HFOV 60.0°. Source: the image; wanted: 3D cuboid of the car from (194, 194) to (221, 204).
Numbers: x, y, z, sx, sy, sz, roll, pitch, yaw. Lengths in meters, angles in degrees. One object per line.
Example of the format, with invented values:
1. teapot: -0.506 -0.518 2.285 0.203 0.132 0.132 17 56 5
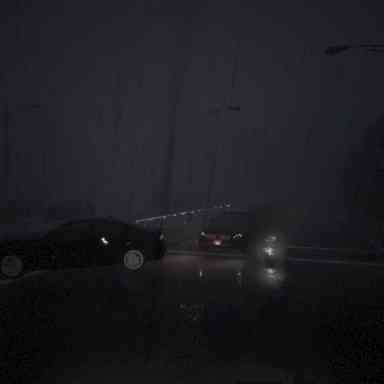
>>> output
1. car: 1.869 1.128 56.723 5.027 1.636 2.152 0 0 19

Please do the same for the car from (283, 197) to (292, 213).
1. car: 7.864 1.488 30.434 1.837 1.490 4.892 0 0 19

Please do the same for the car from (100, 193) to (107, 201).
1. car: -19.954 1.016 70.958 3.866 1.878 1.905 0 0 19

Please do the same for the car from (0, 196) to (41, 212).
1. car: -15.003 1.356 29.404 3.806 1.475 1.970 0 0 19

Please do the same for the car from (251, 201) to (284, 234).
1. car: 4.036 1.491 19.237 1.837 1.490 4.892 0 0 19

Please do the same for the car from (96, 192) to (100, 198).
1. car: -21.607 1.300 68.010 3.806 1.475 1.970 0 0 19

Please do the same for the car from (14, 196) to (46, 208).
1. car: -21.533 1.274 44.304 3.633 1.501 1.845 0 0 19

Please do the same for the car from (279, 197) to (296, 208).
1. car: 13.716 1.470 47.584 2.128 1.511 4.902 0 0 19

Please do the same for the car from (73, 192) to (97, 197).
1. car: -18.265 1.250 53.748 4.514 1.523 2.007 0 0 19

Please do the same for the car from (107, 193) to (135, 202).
1. car: -13.569 1.048 65.307 4.605 1.855 1.932 0 0 19

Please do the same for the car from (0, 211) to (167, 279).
1. car: -3.255 1.476 9.829 5.008 1.535 1.882 0 0 -15

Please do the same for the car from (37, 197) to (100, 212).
1. car: -8.942 1.356 24.187 3.633 1.501 1.845 0 0 19

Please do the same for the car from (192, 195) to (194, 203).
1. car: -2.262 1.054 44.614 3.866 1.878 1.905 0 0 19

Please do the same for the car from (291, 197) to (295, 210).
1. car: 9.924 1.545 36.465 1.994 1.385 4.181 0 0 19

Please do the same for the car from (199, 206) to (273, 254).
1. car: 1.871 1.515 13.836 1.812 1.442 4.674 0 0 25

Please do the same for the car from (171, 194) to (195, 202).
1. car: -1.853 1.260 68.644 4.514 1.523 2.007 0 0 19

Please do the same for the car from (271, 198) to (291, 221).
1. car: 5.967 1.476 24.877 2.128 1.511 4.902 0 0 19

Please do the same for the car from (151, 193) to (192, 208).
1. car: -2.810 1.076 41.731 4.605 1.855 1.932 0 0 19
